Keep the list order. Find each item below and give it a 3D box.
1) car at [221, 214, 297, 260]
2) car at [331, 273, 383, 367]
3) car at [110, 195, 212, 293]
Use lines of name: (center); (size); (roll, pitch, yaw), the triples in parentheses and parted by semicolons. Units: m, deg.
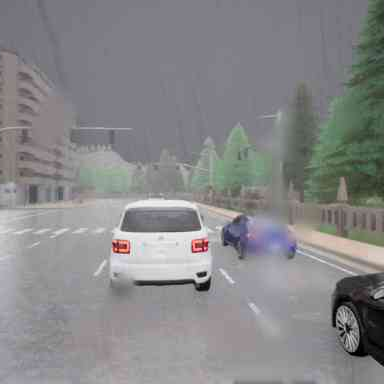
car: (2.333, 1.526, 12.404); (1.812, 1.442, 4.674); (0, 0, -6)
car: (3.117, 1.492, 3.177); (2.128, 1.511, 4.902); (0, 0, -3)
car: (-0.809, 1.221, 9.042); (2.150, 2.045, 5.566); (0, 0, -5)
